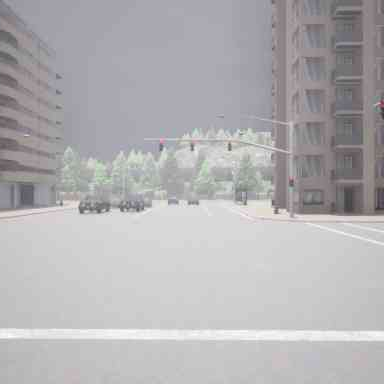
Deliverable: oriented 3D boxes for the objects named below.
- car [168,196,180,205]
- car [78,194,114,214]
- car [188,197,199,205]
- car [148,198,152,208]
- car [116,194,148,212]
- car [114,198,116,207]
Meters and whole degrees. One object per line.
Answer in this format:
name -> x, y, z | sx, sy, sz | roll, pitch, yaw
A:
car -> -3.363, 1.526, 60.018 | 1.812, 1.442, 4.674 | 0, 0, 0
car -> -10.514, 1.221, 36.253 | 2.150, 2.045, 5.566 | 0, 0, 0
car -> 0.233, 1.564, 58.360 | 1.994, 1.385, 4.181 | 0, 0, 0
car -> -6.969, 1.526, 48.986 | 1.812, 1.442, 4.674 | 0, 0, 0
car -> -7.005, 1.221, 39.457 | 2.150, 2.045, 5.566 | 0, 0, 0
car -> -10.484, 1.526, 45.856 | 1.812, 1.442, 4.674 | 0, 0, 0
